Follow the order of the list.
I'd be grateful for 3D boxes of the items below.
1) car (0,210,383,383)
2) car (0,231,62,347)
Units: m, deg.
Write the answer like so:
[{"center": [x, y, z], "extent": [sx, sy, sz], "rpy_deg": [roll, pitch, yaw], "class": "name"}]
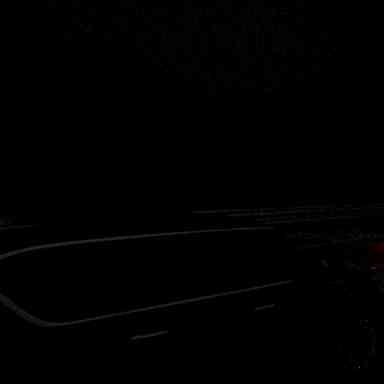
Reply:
[{"center": [-0.056, 1.223, 3.707], "extent": [5.566, 2.045, 2.150], "rpy_deg": [0, 0, -36], "class": "car"}, {"center": [-4.858, 1.517, 4.583], "extent": [5.357, 1.411, 2.033], "rpy_deg": [1, 0, -35], "class": "car"}]
